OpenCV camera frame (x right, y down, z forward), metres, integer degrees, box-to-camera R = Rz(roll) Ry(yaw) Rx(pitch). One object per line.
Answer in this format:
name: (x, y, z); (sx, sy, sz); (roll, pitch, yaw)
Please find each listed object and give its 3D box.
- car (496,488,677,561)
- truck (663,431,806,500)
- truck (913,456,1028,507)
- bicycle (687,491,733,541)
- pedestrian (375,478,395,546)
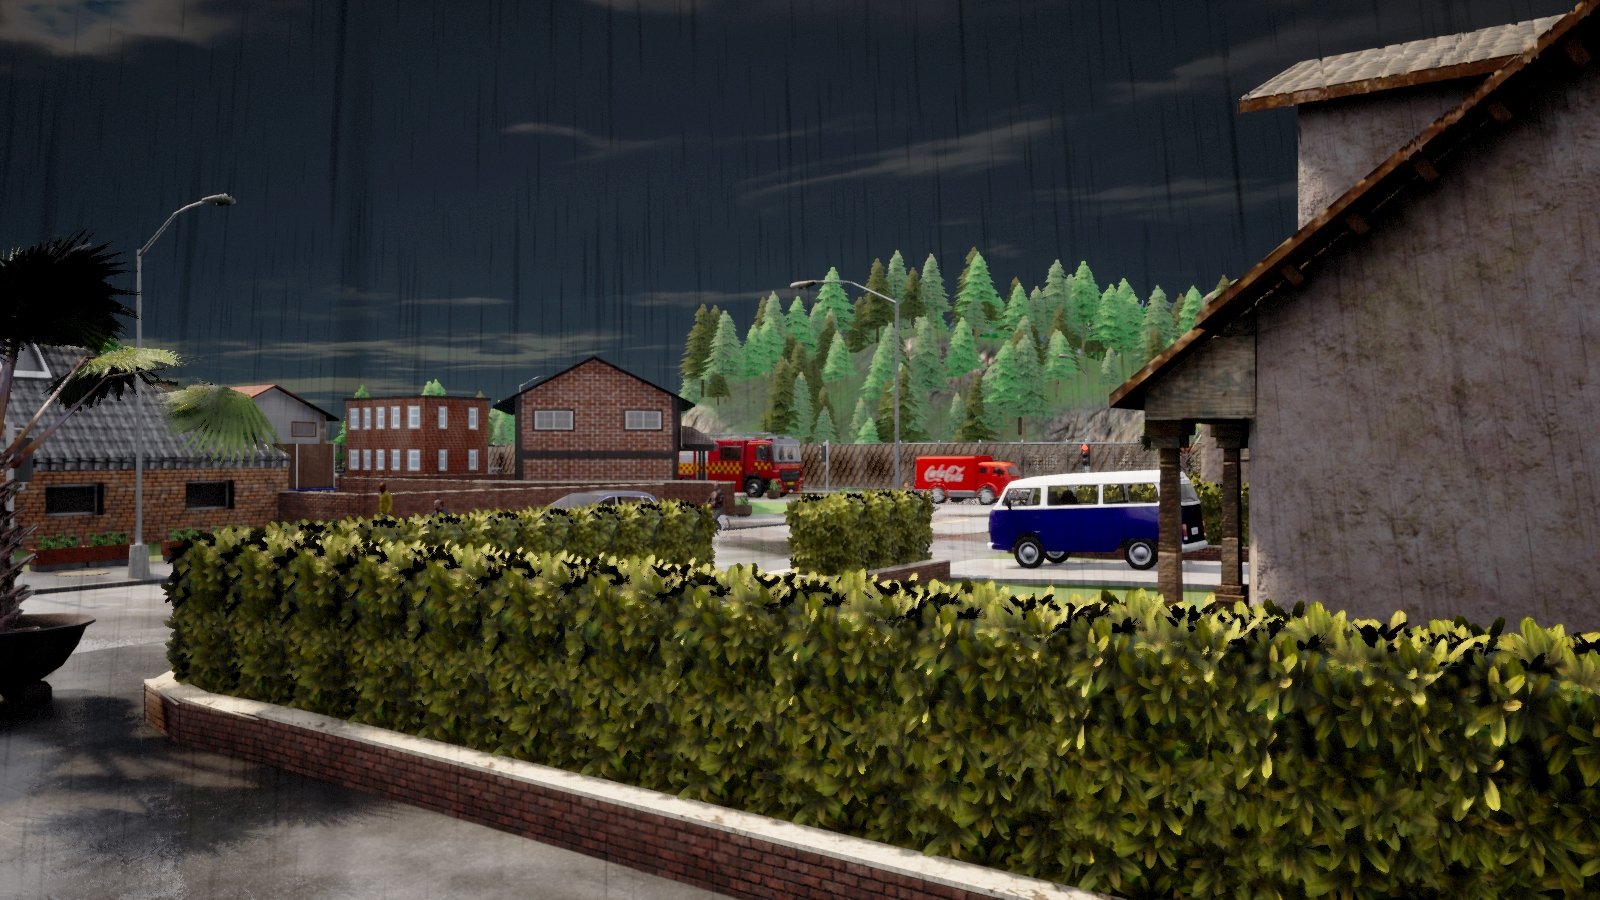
car: (-5.756, 1.958, 31.296); (2.242, 1.667, 4.611); (0, 0, 35)
truck: (-3.974, 0.874, 67.647); (8.468, 3.827, 2.891); (0, 0, 35)
truck: (8.731, 1.555, 58.762); (5.204, 2.467, 2.627); (0, 0, 35)
bicycle: (-2.785, 2.051, 35.583); (0.329, 1.471, 1.835); (0, 0, 35)
pedestrian: (-11.583, 1.732, 31.915); (0.375, 1.860, 0.375); (0, 0, 33)
